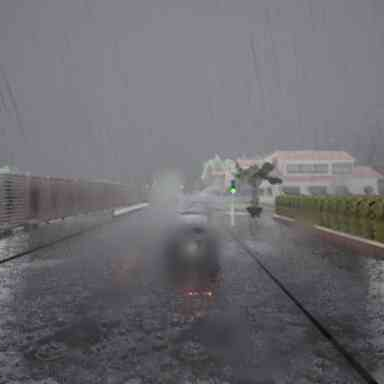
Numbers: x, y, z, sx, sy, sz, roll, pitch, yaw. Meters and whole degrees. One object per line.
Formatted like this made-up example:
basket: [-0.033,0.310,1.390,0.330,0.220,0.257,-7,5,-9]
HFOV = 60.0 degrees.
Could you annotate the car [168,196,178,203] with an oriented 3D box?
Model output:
car: [-4.035,1.552,71.662,1.994,1.385,4.181,0,0,0]

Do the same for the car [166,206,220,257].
car: [0.037,1.506,12.954,1.837,1.490,4.892,0,0,1]

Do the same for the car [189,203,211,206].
car: [0.626,1.565,27.963,1.994,1.385,4.181,0,0,9]
